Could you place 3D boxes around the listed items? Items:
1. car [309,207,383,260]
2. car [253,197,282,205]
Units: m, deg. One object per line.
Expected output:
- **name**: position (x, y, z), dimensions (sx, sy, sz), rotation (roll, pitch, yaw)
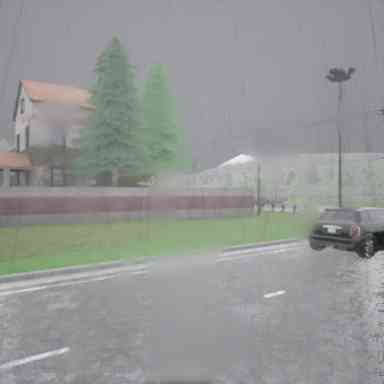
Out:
- **car**: position (6.575, 1.349, 12.734), dimensions (4.553, 1.767, 2.097), rotation (0, 0, -35)
- **car**: position (12.163, 1.536, 54.601), dimensions (2.033, 1.411, 5.357), rotation (0, 0, -35)
